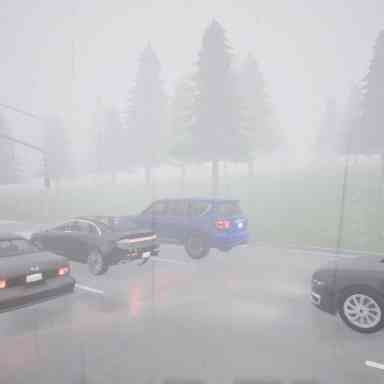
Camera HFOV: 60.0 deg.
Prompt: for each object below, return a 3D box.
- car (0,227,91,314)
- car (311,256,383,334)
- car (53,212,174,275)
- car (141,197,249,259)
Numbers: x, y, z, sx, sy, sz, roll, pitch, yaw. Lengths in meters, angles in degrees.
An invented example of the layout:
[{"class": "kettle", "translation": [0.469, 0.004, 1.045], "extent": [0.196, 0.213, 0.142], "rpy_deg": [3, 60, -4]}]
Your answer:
[{"class": "car", "translation": [-4.807, 1.547, 7.285], "extent": [5.357, 1.411, 2.033], "rpy_deg": [0, 0, 36]}, {"class": "car", "translation": [4.408, 1.504, 5.146], "extent": [4.892, 1.490, 1.837], "rpy_deg": [0, 0, 35]}, {"class": "car", "translation": [-3.211, 1.492, 10.451], "extent": [4.902, 1.511, 2.128], "rpy_deg": [0, 0, 36]}, {"class": "car", "translation": [-0.540, 1.221, 12.837], "extent": [5.566, 2.045, 2.150], "rpy_deg": [0, 0, 35]}]
